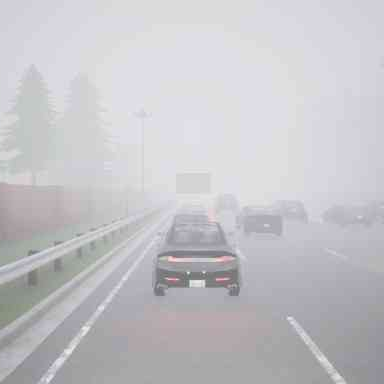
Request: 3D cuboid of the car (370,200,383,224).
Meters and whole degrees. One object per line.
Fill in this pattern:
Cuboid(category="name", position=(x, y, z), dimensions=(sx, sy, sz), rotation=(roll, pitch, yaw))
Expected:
Cuboid(category="car", position=(14.100, 1.351, 24.675), dimensions=(2.097, 1.767, 4.553), rotation=(0, 0, 0))

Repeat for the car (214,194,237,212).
Cuboid(category="car", position=(3.602, 1.220, 35.756), dimensions=(2.150, 2.045, 5.566), rotation=(0, 0, 0))

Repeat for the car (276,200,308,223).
Cuboid(category="car", position=(7.096, 1.351, 25.230), dimensions=(2.097, 1.767, 4.553), rotation=(0, 0, 0))

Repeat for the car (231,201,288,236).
Cuboid(category="car", position=(3.600, 1.477, 18.577), dimensions=(1.882, 1.535, 5.008), rotation=(0, 0, 0))

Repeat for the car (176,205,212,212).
Cuboid(category="car", position=(0.063, 1.474, 19.053), dimensions=(1.882, 1.535, 5.008), rotation=(0, 0, 5))

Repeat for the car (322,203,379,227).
Cuboid(category="car", position=(10.600, 1.564, 23.016), dimensions=(1.994, 1.385, 4.181), rotation=(0, 0, 0))

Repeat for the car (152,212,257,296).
Cuboid(category="car", position=(0.100, 1.491, 8.615), dimensions=(2.128, 1.511, 4.902), rotation=(0, 0, 0))

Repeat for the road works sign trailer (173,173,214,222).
Cuboid(category="road works sign trailer", position=(0.068, 0.464, 22.973), dimensions=(2.380, 3.560, 2.880), rotation=(0, 0, -1))
